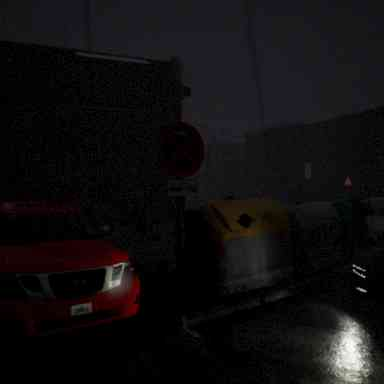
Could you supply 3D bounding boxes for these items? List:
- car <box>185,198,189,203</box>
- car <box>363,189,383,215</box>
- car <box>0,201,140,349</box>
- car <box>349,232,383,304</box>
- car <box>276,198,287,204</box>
[{"bbox_3d":[-2.191,1.635,57.187,2.150,2.045,5.566,-2,1,-23],"label":"car"},{"bbox_3d":[14.494,0.694,23.625,2.150,2.045,5.566,-2,-1,-5],"label":"car"},{"bbox_3d":[-3.098,1.237,6.759,2.435,2.045,5.566,1,0,-35],"label":"car"},{"bbox_3d":[5.306,1.455,7.608,1.882,1.535,5.008,0,1,44],"label":"car"},{"bbox_3d":[9.230,1.423,38.743,1.994,1.385,4.181,-2,-1,-23],"label":"car"}]
